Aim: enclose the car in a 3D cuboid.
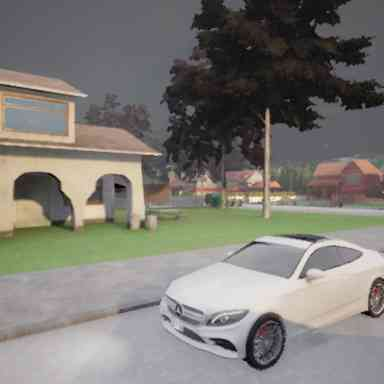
[{"bbox_3d":[1.693,1.500,5.801,4.674,1.442,1.812,0,0,-35],"label":"car"}]
